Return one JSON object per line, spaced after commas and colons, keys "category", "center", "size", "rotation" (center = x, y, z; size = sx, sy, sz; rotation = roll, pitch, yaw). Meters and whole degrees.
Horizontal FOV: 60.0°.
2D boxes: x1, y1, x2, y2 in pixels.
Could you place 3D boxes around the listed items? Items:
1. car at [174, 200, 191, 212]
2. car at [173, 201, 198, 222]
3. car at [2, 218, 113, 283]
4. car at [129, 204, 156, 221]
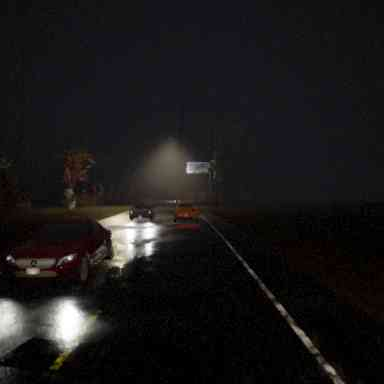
{"category": "car", "center": [-1.234, 1.714, 40.606], "size": [1.895, 1.301, 4.718], "rotation": [0, 0, -3]}
{"category": "car", "center": [-0.511, 1.536, 26.765], "size": [1.882, 1.535, 5.008], "rotation": [0, 0, -2]}
{"category": "car", "center": [-3.596, 1.543, 9.827], "size": [1.812, 1.442, 4.674], "rotation": [0, 0, 0]}
{"category": "car", "center": [-4.133, 1.666, 28.298], "size": [1.895, 1.301, 4.718], "rotation": [0, 0, -2]}
